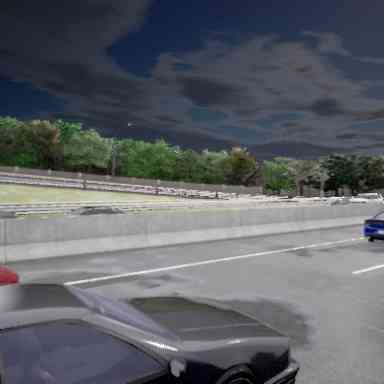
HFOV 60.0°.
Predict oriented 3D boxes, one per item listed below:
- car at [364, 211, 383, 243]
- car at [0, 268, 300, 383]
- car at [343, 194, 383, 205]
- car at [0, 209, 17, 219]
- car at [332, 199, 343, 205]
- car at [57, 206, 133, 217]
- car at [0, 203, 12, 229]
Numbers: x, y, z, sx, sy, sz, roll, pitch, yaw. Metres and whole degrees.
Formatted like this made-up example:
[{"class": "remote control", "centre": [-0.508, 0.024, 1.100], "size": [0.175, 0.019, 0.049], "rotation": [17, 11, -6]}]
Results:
[{"class": "car", "centre": [9.729, 1.485, 14.983], "size": [5.008, 1.535, 1.882], "rotation": [0, 0, -36]}, {"class": "car", "centre": [-1.483, 1.548, 2.689], "size": [5.357, 1.411, 2.033], "rotation": [0, 0, -35]}, {"class": "car", "centre": [21.247, 1.226, 40.623], "size": [5.566, 2.045, 2.150], "rotation": [0, 0, -35]}, {"class": "car", "centre": [-11.689, 1.493, 17.151], "size": [4.902, 1.511, 2.128], "rotation": [0, 0, -35]}, {"class": "car", "centre": [20.467, 1.567, 44.354], "size": [4.181, 1.385, 1.994], "rotation": [0, 0, -35]}, {"class": "car", "centre": [-5.400, 1.509, 17.337], "size": [4.892, 1.490, 1.837], "rotation": [0, 0, -35]}, {"class": "car", "centre": [-13.753, 1.479, 19.979], "size": [5.008, 1.535, 1.882], "rotation": [0, 0, -35]}]
